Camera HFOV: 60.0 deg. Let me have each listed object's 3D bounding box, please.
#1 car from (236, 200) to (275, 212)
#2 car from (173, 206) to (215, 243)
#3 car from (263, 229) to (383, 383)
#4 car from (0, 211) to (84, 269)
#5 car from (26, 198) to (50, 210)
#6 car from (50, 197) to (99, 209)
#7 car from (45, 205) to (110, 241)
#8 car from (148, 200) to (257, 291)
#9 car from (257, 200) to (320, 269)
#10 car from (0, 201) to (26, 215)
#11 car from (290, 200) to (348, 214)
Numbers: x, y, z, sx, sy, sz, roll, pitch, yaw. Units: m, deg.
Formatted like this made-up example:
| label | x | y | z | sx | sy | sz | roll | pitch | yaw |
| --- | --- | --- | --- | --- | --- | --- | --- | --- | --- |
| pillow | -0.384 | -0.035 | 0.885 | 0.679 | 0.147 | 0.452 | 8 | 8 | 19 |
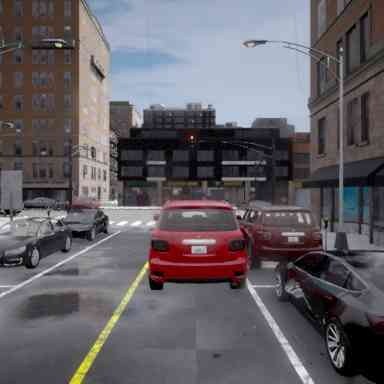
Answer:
| label | x | y | z | sx | sy | sz | roll | pitch | yaw |
| --- | --- | --- | --- | --- | --- | --- | --- | --- | --- |
| car | 7.410 | 1.609 | 39.004 | 4.181 | 1.385 | 1.994 | 0 | 0 | 0 |
| car | 0.092 | 1.526 | 16.952 | 1.812 | 1.442 | 4.674 | 0 | 0 | 0 |
| car | 2.636 | 1.566 | 5.373 | 1.947 | 1.339 | 4.313 | 0 | 0 | 0 |
| car | -5.388 | 1.551 | 11.036 | 2.008 | 1.369 | 4.403 | 0 | 0 | 0 |
| car | -18.049 | 1.413 | 38.893 | 4.902 | 1.511 | 2.128 | 0 | 0 | 0 |
| car | -12.278 | 1.300 | 35.668 | 4.553 | 1.767 | 2.097 | 0 | 0 | 0 |
| car | -5.387 | 1.566 | 16.698 | 1.947 | 1.339 | 4.313 | 0 | 0 | 0 |
| car | 0.080 | 1.221 | 9.194 | 2.150 | 2.045 | 5.566 | 0 | 0 | -1 |
| car | 2.637 | 1.315 | 11.035 | 2.192 | 1.841 | 5.009 | 0 | 0 | 0 |
| car | -17.512 | 1.524 | 28.939 | 4.718 | 1.301 | 1.895 | 0 | 0 | 0 |
| car | 13.579 | 1.623 | 35.778 | 5.357 | 1.411 | 2.033 | 0 | 0 | 0 |
